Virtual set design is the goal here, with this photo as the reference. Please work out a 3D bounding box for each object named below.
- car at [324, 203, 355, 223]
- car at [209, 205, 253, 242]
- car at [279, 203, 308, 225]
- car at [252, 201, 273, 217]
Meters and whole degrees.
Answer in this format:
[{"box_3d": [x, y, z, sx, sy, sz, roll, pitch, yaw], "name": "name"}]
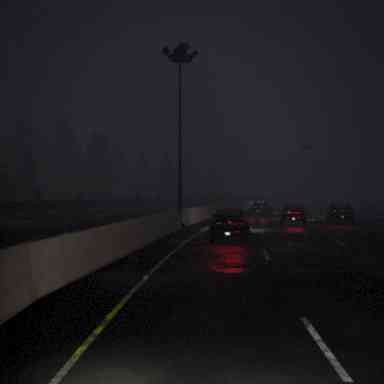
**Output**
[{"box_3d": [11.900, 1.633, 26.931, 2.128, 1.511, 4.902, 0, 0, 18], "name": "car"}, {"box_3d": [2.035, 1.587, 17.089, 1.837, 1.490, 4.892, 0, 0, 11], "name": "car"}, {"box_3d": [7.822, 1.635, 25.655, 1.837, 1.490, 4.892, 0, 0, 17], "name": "car"}, {"box_3d": [7.292, 1.662, 34.603, 2.128, 1.511, 4.902, 0, 0, 21], "name": "car"}]
